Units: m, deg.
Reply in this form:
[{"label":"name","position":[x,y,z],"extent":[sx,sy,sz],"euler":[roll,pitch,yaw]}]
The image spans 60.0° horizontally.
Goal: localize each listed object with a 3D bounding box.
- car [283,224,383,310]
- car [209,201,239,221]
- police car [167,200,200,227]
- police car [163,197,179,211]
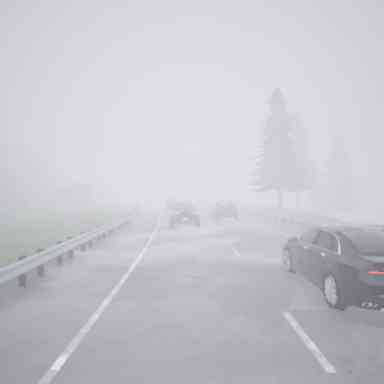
[{"label":"car","position":[3.561,1.517,7.802],"extent":[1.837,1.490,4.892],"euler":[0,0,-1]},{"label":"car","position":[2.587,1.533,27.832],"extent":[2.128,1.511,4.902],"euler":[0,0,-5]},{"label":"police car","position":[-0.559,1.539,23.175],"extent":[2.038,1.542,4.974],"euler":[0,0,-4]},{"label":"police car","position":[-2.505,1.487,41.498],"extent":[1.930,1.638,5.238],"euler":[0,0,-8]}]
